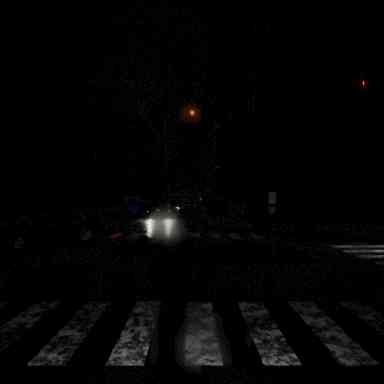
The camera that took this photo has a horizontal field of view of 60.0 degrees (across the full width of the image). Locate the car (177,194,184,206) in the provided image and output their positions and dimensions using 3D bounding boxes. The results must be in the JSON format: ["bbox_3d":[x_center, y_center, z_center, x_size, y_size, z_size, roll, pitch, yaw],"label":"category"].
[{"bbox_3d":[-2.837,1.539,54.221,2.033,1.411,5.357,0,0,1],"label":"car"}]

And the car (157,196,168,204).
[{"bbox_3d":[-5.445,1.516,62.220,1.752,1.417,4.829,0,0,0],"label":"car"}]

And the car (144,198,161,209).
[{"bbox_3d":[-5.438,1.538,46.170,1.887,1.381,4.507,0,0,0],"label":"car"}]

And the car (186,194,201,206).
[{"bbox_3d":[0.013,1.539,55.217,2.033,1.411,5.357,0,0,0],"label":"car"}]

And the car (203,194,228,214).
[{"bbox_3d":[2.678,1.311,35.365,2.192,1.841,5.009,0,0,0],"label":"car"}]

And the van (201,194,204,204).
[{"bbox_3d":[2.651,1.334,51.584,1.690,1.788,3.998,0,0,0],"label":"van"}]

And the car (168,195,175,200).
[{"bbox_3d":[-5.457,1.566,89.420,1.802,1.307,4.206,0,0,0],"label":"car"}]

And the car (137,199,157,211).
[{"bbox_3d":[-5.436,1.561,40.764,1.947,1.339,4.313,0,0,0],"label":"car"}]

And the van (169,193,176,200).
[{"bbox_3d":[-5.459,1.324,94.827,1.690,1.788,3.998,0,0,0],"label":"van"}]

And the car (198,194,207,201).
[{"bbox_3d":[2.599,1.425,84.021,1.967,1.590,4.097,0,0,0],"label":"car"}]

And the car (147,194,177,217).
[{"bbox_3d":[-2.870,1.216,31.041,2.150,2.045,5.566,0,0,0],"label":"car"}]

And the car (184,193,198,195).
[{"bbox_3d":[-0.047,1.481,65.166,2.128,1.511,4.902,0,0,0],"label":"car"}]

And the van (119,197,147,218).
[{"bbox_3d":[-5.431,1.337,29.952,1.690,1.788,3.998,0,0,0],"label":"van"}]

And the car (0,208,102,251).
[{"bbox_3d":[-6.344,1.516,14.515,1.837,1.490,4.892,3,2,43],"label":"car"}]

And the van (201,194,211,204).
[{"bbox_3d":[2.634,1.331,62.397,1.690,1.788,3.998,0,0,0],"label":"van"}]

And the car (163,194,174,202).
[{"bbox_3d":[-5.452,1.301,78.608,2.192,1.841,5.009,0,0,0],"label":"car"}]

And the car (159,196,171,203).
[{"bbox_3d":[-5.447,1.540,67.795,2.008,1.369,4.403,0,0,0],"label":"car"}]
